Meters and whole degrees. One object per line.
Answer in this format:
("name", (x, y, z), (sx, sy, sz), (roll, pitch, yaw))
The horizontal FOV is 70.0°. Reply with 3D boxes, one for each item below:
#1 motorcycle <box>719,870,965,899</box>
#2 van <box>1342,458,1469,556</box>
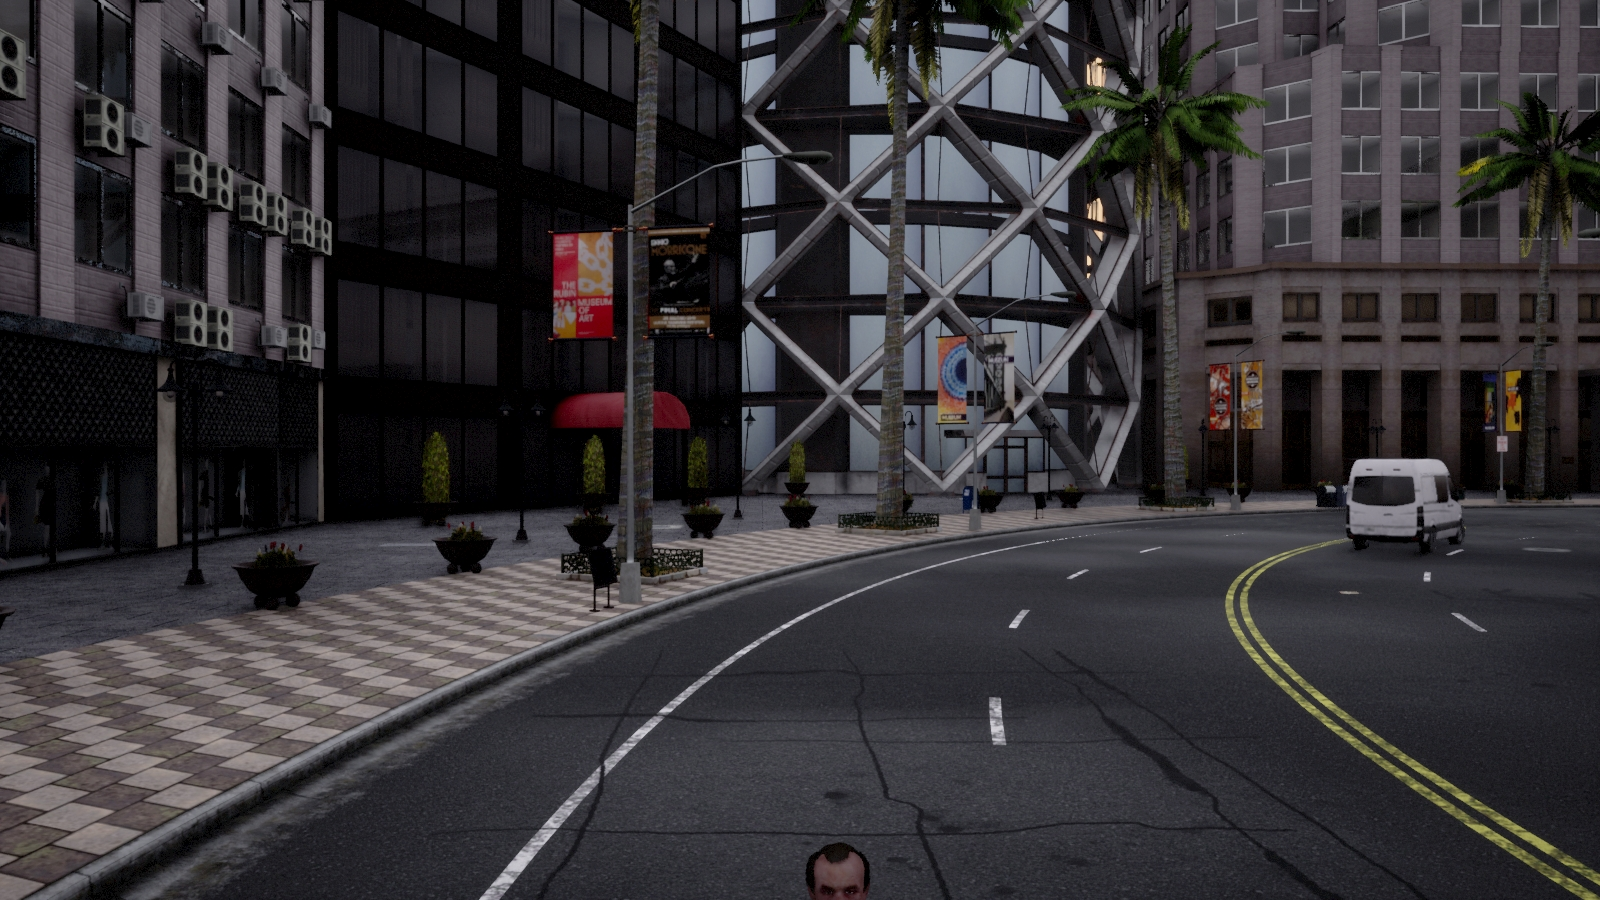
("motorcycle", (0.124, 2.182, 3.338), (0.856, 1.236, 1.805), (0, 0, 2))
("van", (17.635, 1.534, 33.105), (1.988, 2.561, 5.915), (0, 0, 40))
